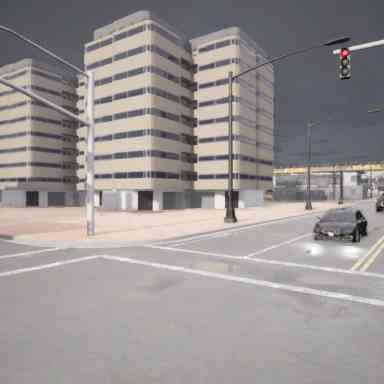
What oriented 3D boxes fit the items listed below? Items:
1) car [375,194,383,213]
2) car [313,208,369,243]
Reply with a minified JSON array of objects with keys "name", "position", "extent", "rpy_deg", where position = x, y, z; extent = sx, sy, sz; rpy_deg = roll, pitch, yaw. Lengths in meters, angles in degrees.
[{"name":"car","position":[21.466,1.216,36.185],"extent":[2.150,2.045,5.566],"rpy_deg":[0,0,35]},{"name":"car","position":[7.344,1.560,16.231],"extent":[1.837,1.490,4.892],"rpy_deg":[0,0,35]}]
